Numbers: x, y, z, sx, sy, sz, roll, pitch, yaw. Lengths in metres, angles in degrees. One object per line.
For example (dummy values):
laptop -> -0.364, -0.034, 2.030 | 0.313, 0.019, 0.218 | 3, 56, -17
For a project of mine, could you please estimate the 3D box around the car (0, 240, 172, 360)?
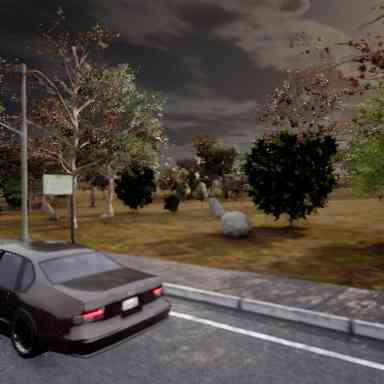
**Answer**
car -> -2.892, 1.615, 6.057 | 5.357, 1.411, 2.033 | -1, 0, 36
